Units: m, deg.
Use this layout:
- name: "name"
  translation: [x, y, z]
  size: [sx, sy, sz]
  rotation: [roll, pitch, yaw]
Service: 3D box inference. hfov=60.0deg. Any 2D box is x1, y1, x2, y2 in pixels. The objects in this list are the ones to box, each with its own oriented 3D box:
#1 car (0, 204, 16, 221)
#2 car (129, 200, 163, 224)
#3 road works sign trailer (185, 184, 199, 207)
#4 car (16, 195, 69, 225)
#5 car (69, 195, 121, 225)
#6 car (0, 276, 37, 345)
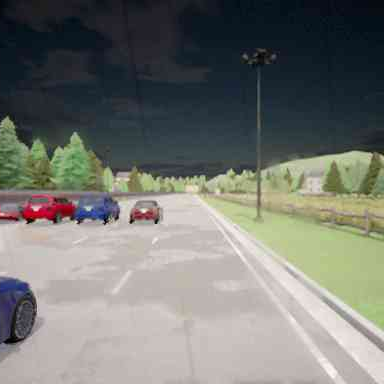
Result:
- name: "car"
  translation: [-13.893, 1.603, 26.483]
  size: [1.994, 1.385, 4.181]
  rotation: [0, 0, 0]
- name: "car"
  translation: [-3.393, 1.390, 25.481]
  size: [2.097, 1.767, 4.553]
  rotation: [0, 0, 0]
- name: "road works sign trailer"
  translation: [0.015, 0.546, 54.519]
  size: [2.380, 3.560, 2.880]
  rotation: [0, 0, 0]
- name: "car"
  translation: [-10.393, 1.258, 24.827]
  size: [2.150, 2.045, 5.566]
  rotation: [0, 0, 0]
- name: "car"
  translation: [-6.893, 1.259, 24.831]
  size: [2.150, 2.045, 5.566]
  rotation: [0, 0, 0]
- name: "car"
  translation: [-3.412, 1.531, 3.456]
  size: [1.812, 1.442, 4.674]
  rotation: [0, 0, 0]
